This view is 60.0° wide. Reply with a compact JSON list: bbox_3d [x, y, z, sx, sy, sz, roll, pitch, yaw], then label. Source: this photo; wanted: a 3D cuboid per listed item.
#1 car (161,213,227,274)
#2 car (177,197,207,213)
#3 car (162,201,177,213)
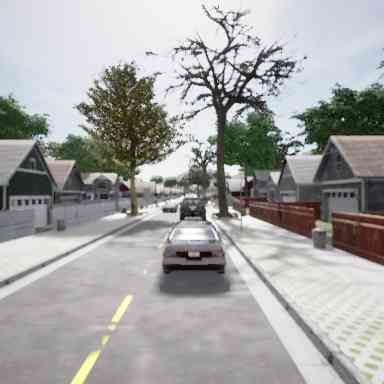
[{"bbox_3d":[0.066,1.643,10.907,2.033,1.411,5.357,0,0,0],"label":"car"},{"bbox_3d":[0.084,1.469,28.944,2.150,2.045,5.566,0,-1,0],"label":"car"},{"bbox_3d":[-2.813,1.917,42.971,2.033,1.411,5.357,0,-1,0],"label":"car"}]
